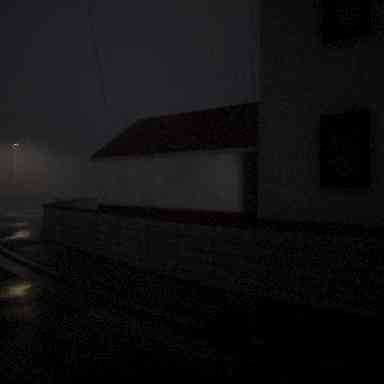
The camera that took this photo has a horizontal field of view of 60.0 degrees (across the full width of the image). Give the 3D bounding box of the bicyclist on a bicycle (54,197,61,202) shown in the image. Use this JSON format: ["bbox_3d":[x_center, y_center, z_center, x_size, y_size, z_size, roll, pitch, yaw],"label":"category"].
[{"bbox_3d":[-12.982,1.332,31.850,1.656,1.620,0.582,0,0,-5],"label":"bicyclist on a bicycle"}]

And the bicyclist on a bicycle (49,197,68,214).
[{"bbox_3d":[-13.336,1.328,33.258,0.582,1.620,1.656,0,0,39],"label":"bicyclist on a bicycle"}]

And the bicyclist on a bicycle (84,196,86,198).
[{"bbox_3d":[-10.784,1.198,33.364,0.582,1.620,1.656,1,0,5],"label":"bicyclist on a bicycle"}]
